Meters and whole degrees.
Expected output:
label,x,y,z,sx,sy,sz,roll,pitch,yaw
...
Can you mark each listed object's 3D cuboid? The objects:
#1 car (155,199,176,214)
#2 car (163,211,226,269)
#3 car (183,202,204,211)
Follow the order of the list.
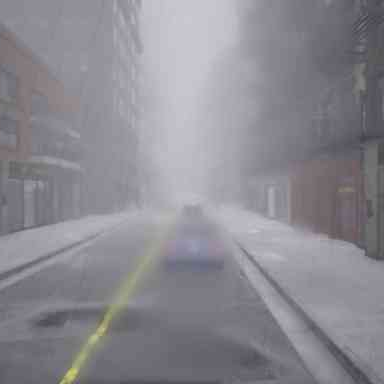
label,x,y,z,sx,sy,sz,roll,pitch,yaw
car,-3.055,1.563,38.815,2.097,1.767,4.553,0,0,0
car,0.075,1.609,11.289,2.033,1.411,5.357,0,0,0
car,0.114,1.655,31.988,1.882,1.535,5.008,0,0,0
